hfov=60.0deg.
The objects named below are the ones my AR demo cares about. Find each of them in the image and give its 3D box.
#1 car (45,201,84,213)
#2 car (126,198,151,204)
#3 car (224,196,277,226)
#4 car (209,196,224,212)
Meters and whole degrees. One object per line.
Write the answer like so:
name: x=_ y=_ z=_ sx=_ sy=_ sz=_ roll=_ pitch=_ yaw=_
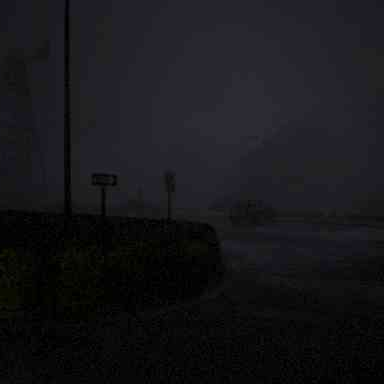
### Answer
car: x=-14.032 y=1.654 z=36.751 sx=1.784 sy=1.438 sz=3.905 roll=0 pitch=0 yaw=35
car: x=-7.613 y=1.642 z=47.964 sx=1.816 sy=1.474 sz=4.193 roll=0 pitch=0 yaw=35
car: x=4.465 y=1.348 z=23.977 sx=1.932 sy=1.855 sz=4.605 roll=0 pitch=0 yaw=35
car: x=3.745 y=1.391 z=40.680 sx=1.905 sy=1.878 sz=3.866 roll=0 pitch=0 yaw=35
